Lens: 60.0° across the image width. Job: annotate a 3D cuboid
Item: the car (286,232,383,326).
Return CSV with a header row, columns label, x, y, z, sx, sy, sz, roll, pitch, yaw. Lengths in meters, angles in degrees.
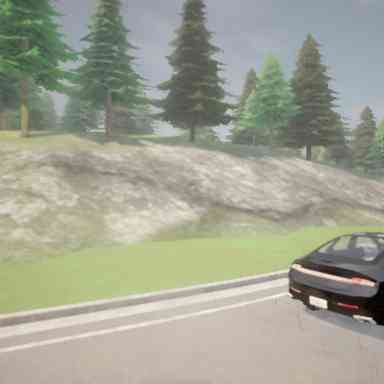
label,x,y,z,sx,sy,sz,roll,pitch,yaw
car,4.014,1.568,6.690,4.902,1.511,2.128,1,0,-34
